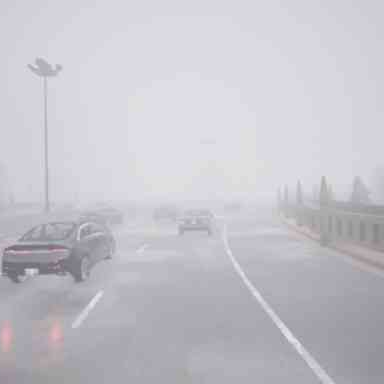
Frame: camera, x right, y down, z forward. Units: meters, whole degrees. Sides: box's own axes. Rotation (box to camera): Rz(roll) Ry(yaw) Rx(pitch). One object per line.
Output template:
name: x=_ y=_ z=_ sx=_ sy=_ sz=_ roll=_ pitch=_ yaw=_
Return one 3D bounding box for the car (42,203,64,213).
car: x=-16.426 y=2.121 z=42.165 sx=2.033 sy=1.411 sz=5.357 roll=-2 pitch=0 yaw=18

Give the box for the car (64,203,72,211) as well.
car: x=-13.123 y=2.011 z=40.818 sx=1.812 sy=1.442 sz=4.674 roll=-2 pitch=0 yaw=18

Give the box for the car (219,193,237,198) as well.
car: x=8.072 y=1.180 z=72.995 sx=2.150 sy=2.045 sz=5.566 roll=-2 pitch=-1 yaw=39

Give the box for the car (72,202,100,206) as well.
car: x=-10.692 y=1.909 z=36.745 sx=1.837 sy=1.490 sz=4.892 roll=-2 pitch=0 yaw=16

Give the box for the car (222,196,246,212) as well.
car: x=5.073 y=1.555 z=39.513 sx=1.812 sy=1.442 sz=4.674 roll=-2 pitch=0 yaw=20

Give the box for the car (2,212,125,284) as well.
car: x=-3.668 y=1.611 z=10.014 sx=2.128 sy=1.511 sz=4.902 roll=-1 pitch=0 yaw=0

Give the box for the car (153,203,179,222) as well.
car: x=-1.825 y=1.642 z=28.019 sx=2.128 sy=1.511 sz=4.902 roll=-1 pitch=0 yaw=11

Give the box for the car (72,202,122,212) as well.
car: x=-6.197 y=1.736 z=23.352 sx=1.837 sy=1.490 sz=4.892 roll=-2 pitch=0 yaw=8

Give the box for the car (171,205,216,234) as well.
car: x=0.359 y=1.615 z=19.592 sx=2.033 sy=1.411 sz=5.357 roll=-1 pitch=0 yaw=6
